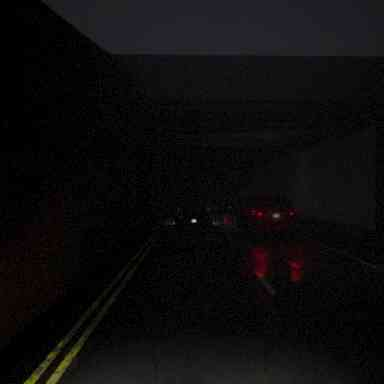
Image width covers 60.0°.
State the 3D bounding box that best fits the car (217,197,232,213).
[{"bbox_3d":[3.600,1.221,33.687,2.128,1.511,4.902,0,0,0],"label":"car"}]

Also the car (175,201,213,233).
[{"bbox_3d":[0.100,1.414,18.625,1.994,1.385,4.181,0,0,0],"label":"car"}]

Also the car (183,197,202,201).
[{"bbox_3d":[0.087,1.246,34.774,1.812,1.442,4.674,0,0,0],"label":"car"}]

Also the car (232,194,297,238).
[{"bbox_3d":[3.600,1.085,16.880,2.150,2.045,5.566,0,0,0],"label":"car"}]
